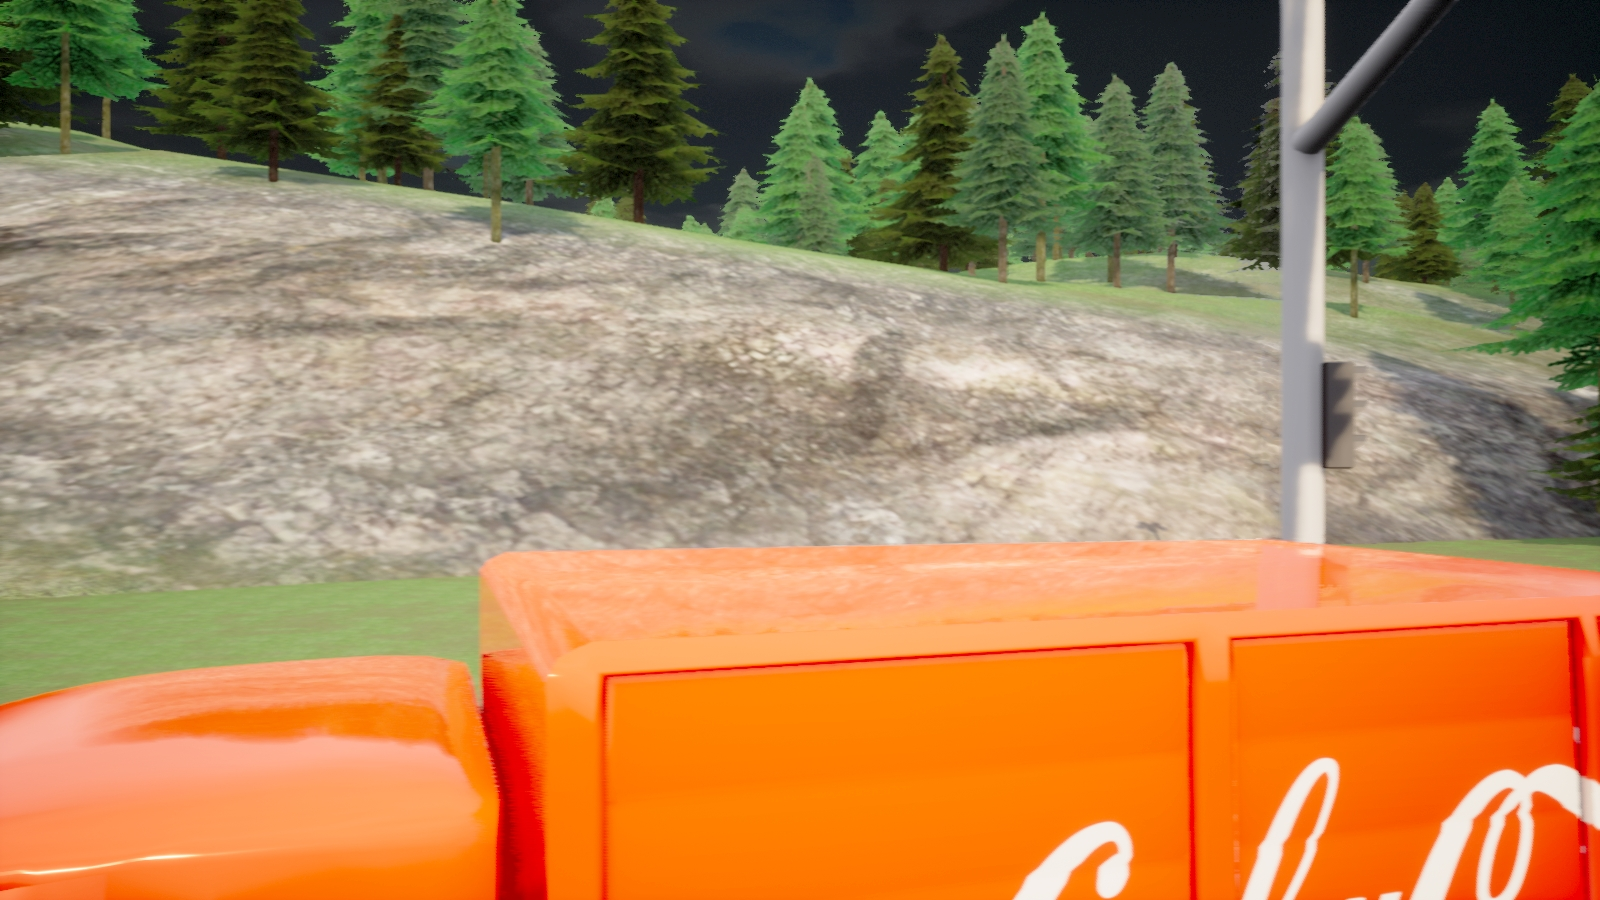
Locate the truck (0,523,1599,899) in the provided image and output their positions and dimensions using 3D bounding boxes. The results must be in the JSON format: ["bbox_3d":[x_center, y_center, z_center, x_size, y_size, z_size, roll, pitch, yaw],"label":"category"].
[{"bbox_3d":[-0.041,1.569,3.266,5.204,2.467,2.627,0,0,-19],"label":"truck"}]
